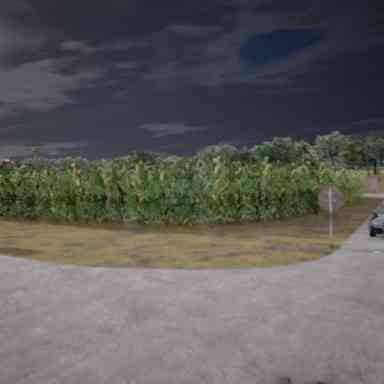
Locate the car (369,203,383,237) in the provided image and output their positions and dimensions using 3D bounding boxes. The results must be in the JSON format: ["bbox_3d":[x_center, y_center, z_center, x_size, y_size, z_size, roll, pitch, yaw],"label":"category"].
[{"bbox_3d":[9.704,1.333,15.954,1.994,1.385,4.181,-2,0,32],"label":"car"}]
